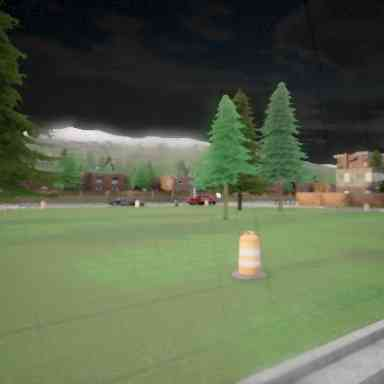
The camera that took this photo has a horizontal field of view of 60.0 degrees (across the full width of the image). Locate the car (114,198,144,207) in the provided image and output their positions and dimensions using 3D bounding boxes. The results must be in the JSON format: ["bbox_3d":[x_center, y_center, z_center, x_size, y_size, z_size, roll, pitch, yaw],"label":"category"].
[{"bbox_3d":[-10.095,1.788,55.165,4.181,1.385,1.994,1,0,-36],"label":"car"}]

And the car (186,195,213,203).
[{"bbox_3d":[1.628,1.591,66.141,5.566,2.045,2.150,1,0,-9],"label":"car"}]

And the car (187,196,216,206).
[{"bbox_3d":[2.051,1.960,62.650,4.718,1.301,1.895,1,0,-9],"label":"car"}]

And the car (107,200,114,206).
[{"bbox_3d":[-12.262,1.699,57.918,5.008,1.535,1.882,1,-1,-36],"label":"car"}]
